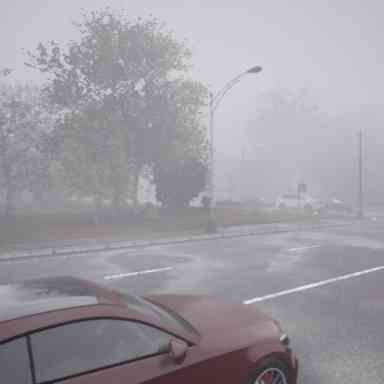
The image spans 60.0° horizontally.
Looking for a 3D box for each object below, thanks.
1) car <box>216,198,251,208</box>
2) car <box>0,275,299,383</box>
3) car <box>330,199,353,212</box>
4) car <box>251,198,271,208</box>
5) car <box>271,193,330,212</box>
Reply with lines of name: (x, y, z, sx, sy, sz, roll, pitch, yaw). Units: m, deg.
car: (5.574, 1.571, 46.698, 1.895, 1.301, 4.718, 0, 0, -38)
car: (-1.068, 1.527, 2.927, 4.674, 1.442, 1.812, 0, 0, -35)
car: (16.177, 1.487, 38.623, 1.812, 1.442, 4.674, 0, 0, -38)
car: (9.423, 1.510, 47.434, 2.033, 1.411, 5.357, 0, 0, -37)
car: (12.280, 1.191, 37.969, 2.150, 2.045, 5.566, 0, 0, -38)
